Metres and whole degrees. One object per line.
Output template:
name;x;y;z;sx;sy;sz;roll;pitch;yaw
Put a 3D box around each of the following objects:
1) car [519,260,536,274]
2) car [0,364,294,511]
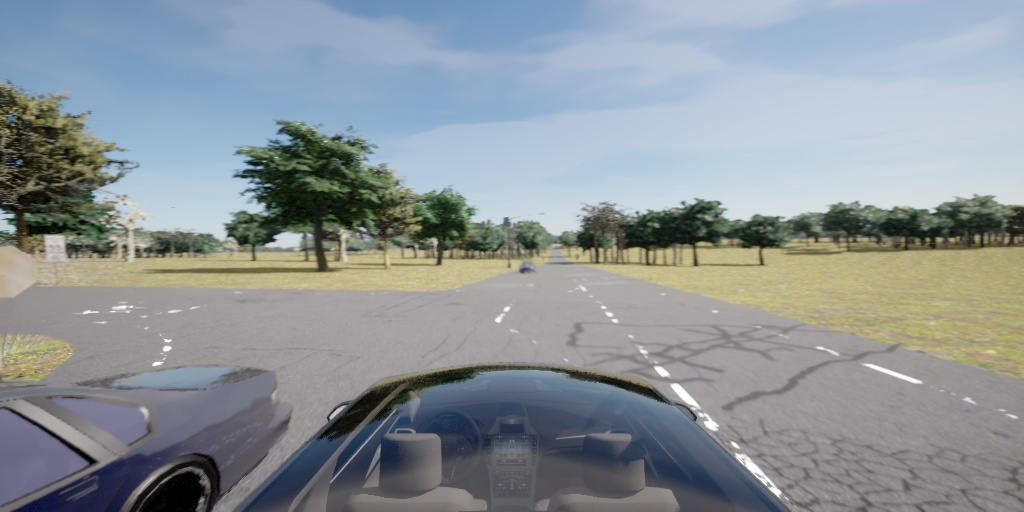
car;2.083;1.377;47.678;2.097;1.767;4.553;-2;0;7
car;-3.332;1.409;1.196;2.033;1.411;5.357;-2;0;7
